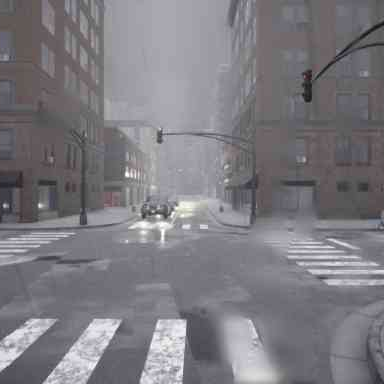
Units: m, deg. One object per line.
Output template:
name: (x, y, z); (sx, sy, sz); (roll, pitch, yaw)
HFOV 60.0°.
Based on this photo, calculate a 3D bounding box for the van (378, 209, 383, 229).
van: (12.064, 1.358, 17.445); (3.998, 1.788, 1.690); (0, 0, 0)

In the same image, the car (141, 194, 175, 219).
car: (-3.072, 1.236, 29.834); (2.150, 2.045, 5.566); (0, 0, 2)

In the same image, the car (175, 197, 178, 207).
car: (-3.082, 1.546, 40.126); (1.812, 1.442, 4.674); (0, 0, 0)
